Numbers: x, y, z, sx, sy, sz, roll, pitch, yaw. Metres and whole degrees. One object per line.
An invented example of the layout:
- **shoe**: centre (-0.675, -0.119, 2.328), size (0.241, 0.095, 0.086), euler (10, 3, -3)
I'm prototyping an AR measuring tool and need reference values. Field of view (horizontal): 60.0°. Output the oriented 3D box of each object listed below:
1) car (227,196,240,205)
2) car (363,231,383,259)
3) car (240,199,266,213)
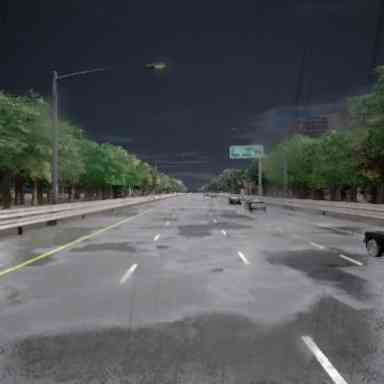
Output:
- **car**: centre (7.186, 1.476, 57.098), size (1.882, 1.535, 5.008), euler (0, 0, 0)
- **car**: centre (7.007, 1.603, 9.728), size (1.895, 1.301, 4.718), euler (0, 0, 0)
- **car**: centre (7.084, 1.490, 37.523), size (2.128, 1.511, 4.902), euler (0, 0, 0)
